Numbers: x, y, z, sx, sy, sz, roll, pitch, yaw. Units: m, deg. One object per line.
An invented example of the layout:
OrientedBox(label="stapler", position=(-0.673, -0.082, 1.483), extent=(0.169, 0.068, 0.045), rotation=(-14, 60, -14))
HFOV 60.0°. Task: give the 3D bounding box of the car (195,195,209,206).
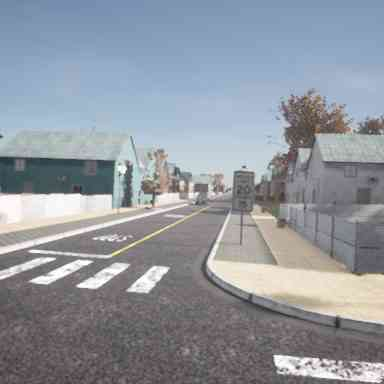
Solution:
OrientedBox(label="car", position=(1.613, 1.232, 50.758), extent=(1.837, 1.490, 4.892), rotation=(3, 1, 8))
